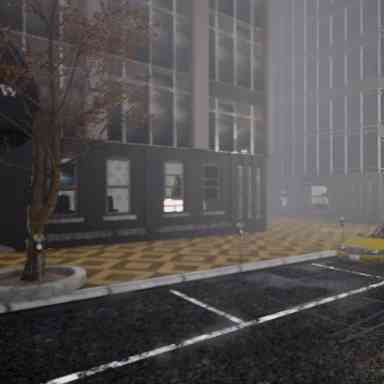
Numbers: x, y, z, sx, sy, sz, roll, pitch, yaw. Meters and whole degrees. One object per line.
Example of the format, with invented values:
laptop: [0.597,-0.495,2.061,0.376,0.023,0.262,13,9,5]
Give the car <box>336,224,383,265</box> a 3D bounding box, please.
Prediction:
car: [6.884,1.692,11.485,4.829,1.417,1.752,1,-1,-35]
